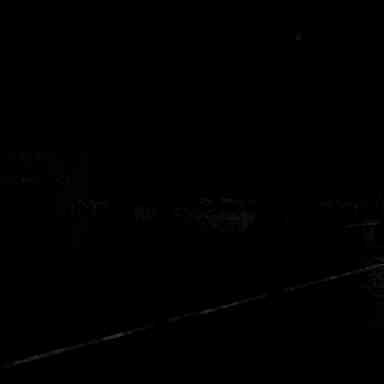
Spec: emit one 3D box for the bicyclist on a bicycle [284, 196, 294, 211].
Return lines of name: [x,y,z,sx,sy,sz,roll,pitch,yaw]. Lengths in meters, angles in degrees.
bicyclist on a bicycle: [10.297,1.227,35.153,1.656,1.620,0.582,-1,0,-36]

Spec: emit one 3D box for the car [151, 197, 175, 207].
car: [-4.227,1.465,48.489,1.812,1.442,4.674,0,0,-36]
